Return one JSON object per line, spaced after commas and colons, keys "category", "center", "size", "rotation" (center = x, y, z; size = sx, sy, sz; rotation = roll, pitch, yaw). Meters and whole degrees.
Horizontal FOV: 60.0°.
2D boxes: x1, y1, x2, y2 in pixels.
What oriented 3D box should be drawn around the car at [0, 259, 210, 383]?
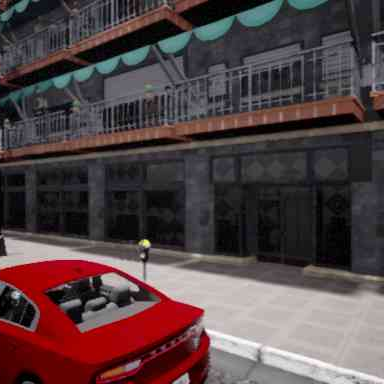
{"category": "car", "center": [-1.915, 1.557, 4.240], "size": [4.507, 1.381, 1.887], "rotation": [0, 0, 35]}
